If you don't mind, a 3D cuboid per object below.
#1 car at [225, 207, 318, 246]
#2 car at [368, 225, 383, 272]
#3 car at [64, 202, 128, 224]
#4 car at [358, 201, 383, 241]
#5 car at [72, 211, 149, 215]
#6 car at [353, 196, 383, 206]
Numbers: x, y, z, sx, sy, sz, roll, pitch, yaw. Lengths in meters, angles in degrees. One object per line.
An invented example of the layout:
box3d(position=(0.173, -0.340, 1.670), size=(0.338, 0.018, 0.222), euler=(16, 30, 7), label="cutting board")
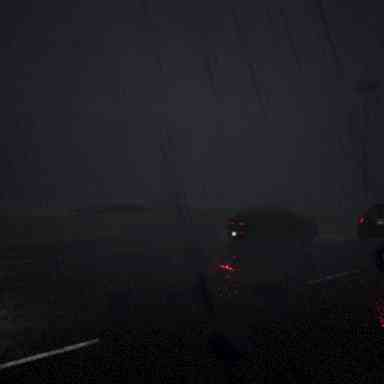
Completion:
box3d(position=(3.680, 1.431, 14.964), size=(4.892, 1.490, 1.837), euler=(0, 0, -35), label="car")
box3d(position=(6.755, 1.534, 8.560), size=(4.718, 1.301, 1.895), euler=(0, 0, -35), label="car")
box3d(position=(-7.084, 1.511, 24.729), size=(4.181, 1.385, 1.994), euler=(0, 0, -35), label="car")
box3d(position=(9.367, 1.249, 14.718), size=(4.553, 1.767, 2.097), euler=(0, 0, -35), label="car")
box3d(position=(-5.112, 1.452, 21.837), size=(4.892, 1.490, 1.837), euler=(0, 0, -35), label="car")
box3d(position=(25.270, 1.292, 47.753), size=(4.718, 1.301, 1.895), euler=(0, 0, -35), label="car")
